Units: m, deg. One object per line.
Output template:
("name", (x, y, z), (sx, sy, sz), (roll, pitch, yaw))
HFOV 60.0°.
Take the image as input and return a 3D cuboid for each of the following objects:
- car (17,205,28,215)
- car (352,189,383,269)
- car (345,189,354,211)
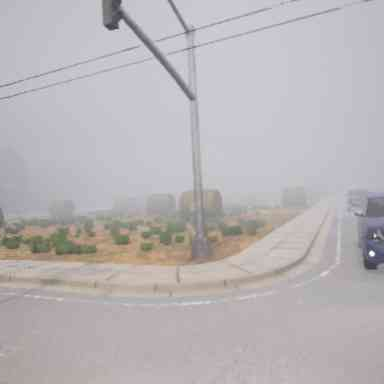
("car", (-35.571, 3.771, 69.841), (1.905, 1.878, 3.866), (4, -1, -22))
("car", (6.305, 1.011, 10.188), (2.150, 2.045, 5.566), (-3, -1, 24))
("car", (16.657, 0.732, 33.275), (2.150, 2.045, 5.566), (-3, -1, 24))
